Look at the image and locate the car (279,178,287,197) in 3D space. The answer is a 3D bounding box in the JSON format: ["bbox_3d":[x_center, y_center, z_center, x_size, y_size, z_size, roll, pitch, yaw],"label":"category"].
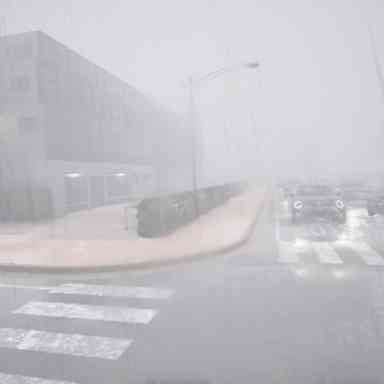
[{"bbox_3d":[9.280,-0.325,30.180,2.128,1.511,4.902,-1,3,14],"label":"car"}]

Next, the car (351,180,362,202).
[{"bbox_3d":[11.142,-0.046,23.161,2.128,1.511,4.902,-1,3,14],"label":"car"}]

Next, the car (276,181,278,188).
[{"bbox_3d":[13.501,-1.345,48.827,1.812,1.442,4.674,-2,3,5],"label":"car"}]

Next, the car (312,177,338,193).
[{"bbox_3d":[14.337,-0.802,36.107,1.882,1.535,5.008,-1,3,13],"label":"car"}]

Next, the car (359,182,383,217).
[{"bbox_3d":[9.010,0.488,14.413,1.812,1.442,4.674,-1,3,12],"label":"car"}]

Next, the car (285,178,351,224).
[{"bbox_3d":[5.568,0.392,15.272,2.097,1.767,4.553,-1,3,14],"label":"car"}]

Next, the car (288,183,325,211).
[{"bbox_3d":[7.122,0.229,21.073,1.812,1.442,4.674,-1,3,14],"label":"car"}]
